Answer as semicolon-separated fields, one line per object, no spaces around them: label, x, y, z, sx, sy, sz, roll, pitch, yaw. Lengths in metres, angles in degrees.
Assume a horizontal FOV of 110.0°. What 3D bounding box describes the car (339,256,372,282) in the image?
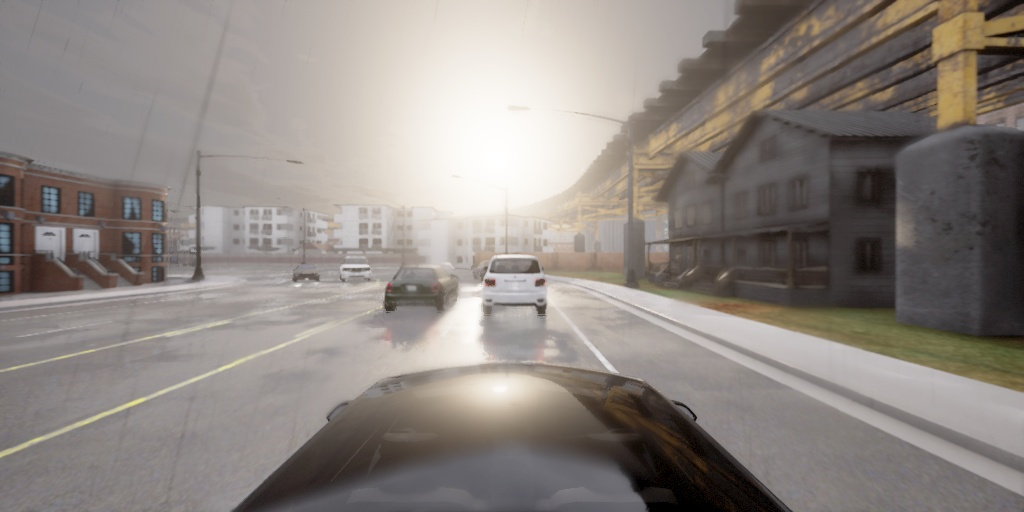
car;-12.943;1.026;29.677;2.150;2.045;5.566;1;0;-26

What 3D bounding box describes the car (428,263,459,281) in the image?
car;-6.063;1.329;31.479;1.812;1.442;4.674;0;0;-21

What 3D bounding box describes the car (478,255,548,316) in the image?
car;0.074;0.991;13.681;2.150;2.045;5.566;0;0;-1

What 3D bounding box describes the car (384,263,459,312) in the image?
car;-3.427;1.126;14.388;2.097;1.767;4.553;0;0;0

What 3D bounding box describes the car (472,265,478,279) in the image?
car;-1.992;1.151;30.318;2.097;1.767;4.553;0;0;-17

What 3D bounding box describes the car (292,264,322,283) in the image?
car;-16.652;1.354;29.239;2.033;1.411;5.357;0;0;-29
